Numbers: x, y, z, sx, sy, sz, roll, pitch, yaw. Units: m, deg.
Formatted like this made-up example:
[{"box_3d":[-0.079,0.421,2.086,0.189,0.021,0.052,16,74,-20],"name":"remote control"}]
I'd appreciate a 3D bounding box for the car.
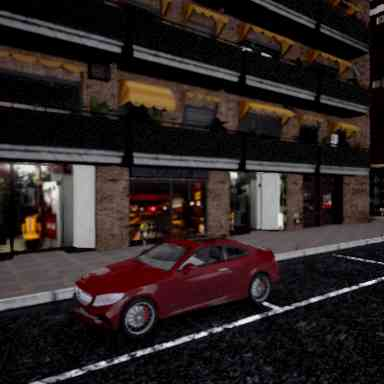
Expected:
[{"box_3d":[-0.079,1.533,6.440,4.206,1.307,1.802,0,1,-34],"name":"car"}]
